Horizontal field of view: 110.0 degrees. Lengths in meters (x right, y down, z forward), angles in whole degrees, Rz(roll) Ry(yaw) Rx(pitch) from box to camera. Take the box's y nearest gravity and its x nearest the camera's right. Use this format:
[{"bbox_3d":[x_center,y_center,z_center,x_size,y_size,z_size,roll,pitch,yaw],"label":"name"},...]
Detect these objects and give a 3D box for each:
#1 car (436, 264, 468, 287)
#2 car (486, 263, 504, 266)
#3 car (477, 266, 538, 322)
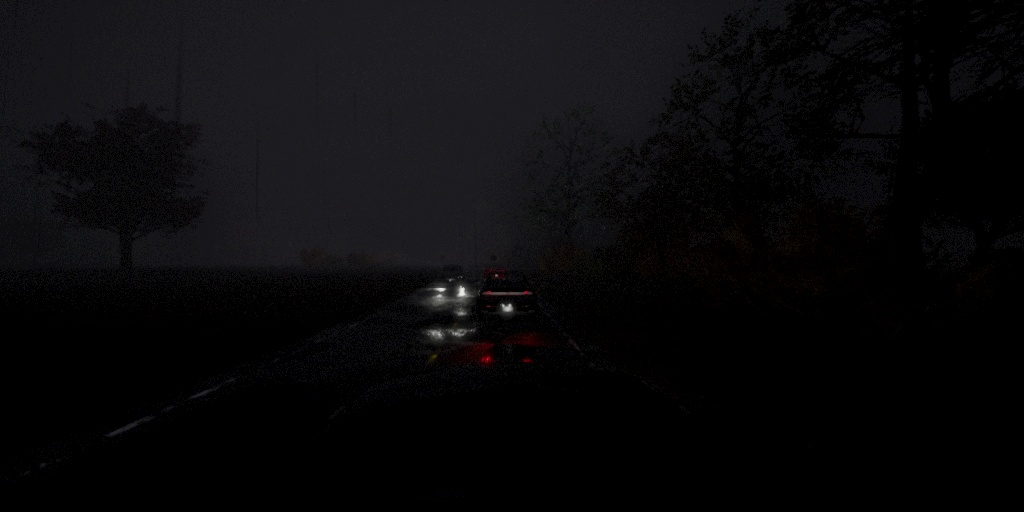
[{"bbox_3d":[-4.278,1.353,25.968,1.837,1.490,4.892,0,0,-5],"label":"car"},{"bbox_3d":[-1.396,1.334,29.360,1.882,1.535,5.008,0,0,-6],"label":"car"},{"bbox_3d":[-0.201,1.283,12.455,2.128,1.511,4.902,0,0,-2],"label":"car"}]
